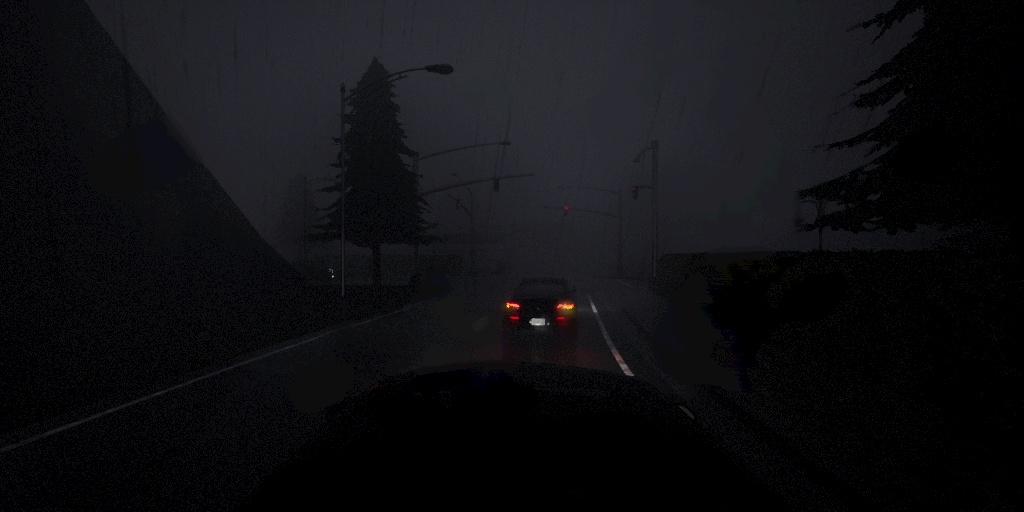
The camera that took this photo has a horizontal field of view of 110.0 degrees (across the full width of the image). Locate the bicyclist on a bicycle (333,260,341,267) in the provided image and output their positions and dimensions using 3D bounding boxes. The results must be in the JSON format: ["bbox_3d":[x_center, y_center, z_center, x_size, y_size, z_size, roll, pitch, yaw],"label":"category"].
[{"bbox_3d":[-17.340,1.203,35.410,0.582,1.620,1.656,0,0,8],"label":"bicyclist on a bicycle"}]

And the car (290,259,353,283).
[{"bbox_3d":[-15.324,1.102,27.986,4.553,1.767,2.097,0,0,9],"label":"car"}]

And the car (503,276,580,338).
[{"bbox_3d":[0.927,1.276,10.119,1.812,1.442,4.674,0,0,9],"label":"car"}]

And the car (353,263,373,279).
[{"bbox_3d":[-14.662,1.297,31.576,5.357,1.411,2.033,0,0,8],"label":"car"}]
